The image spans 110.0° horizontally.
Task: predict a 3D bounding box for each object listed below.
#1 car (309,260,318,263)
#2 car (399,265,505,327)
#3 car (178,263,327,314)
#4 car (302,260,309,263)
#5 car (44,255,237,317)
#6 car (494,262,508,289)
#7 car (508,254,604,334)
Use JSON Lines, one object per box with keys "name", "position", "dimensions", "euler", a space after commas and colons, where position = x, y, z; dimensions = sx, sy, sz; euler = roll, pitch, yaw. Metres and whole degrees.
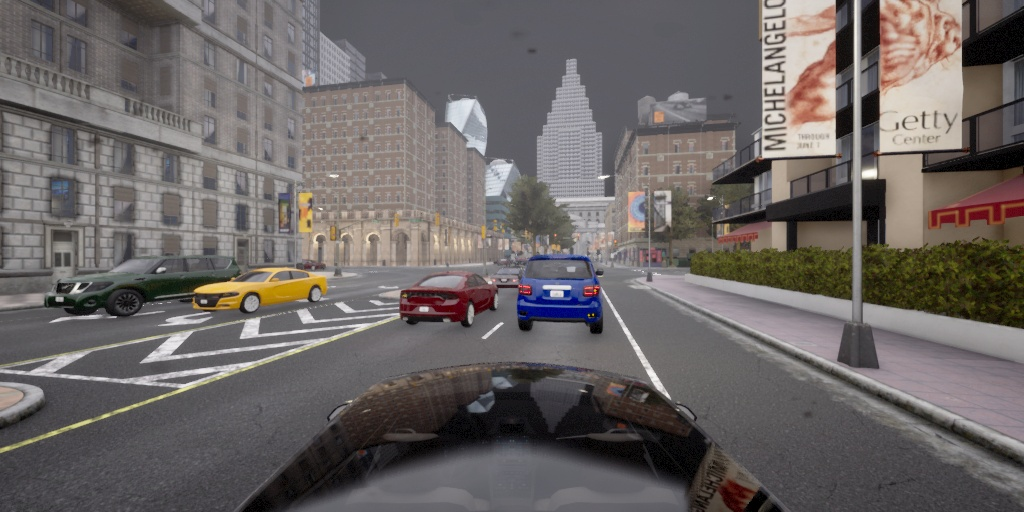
{"name": "car", "position": [-28.636, 1.227, 50.358], "dimensions": [5.008, 1.535, 1.882], "euler": [0, 0, 11]}
{"name": "car", "position": [-1.794, 1.227, 11.709], "dimensions": [1.882, 1.535, 5.008], "euler": [0, 0, 11]}
{"name": "car", "position": [-9.628, 1.227, 14.216], "dimensions": [1.882, 1.535, 5.008], "euler": [0, 0, 11]}
{"name": "car", "position": [-29.764, 1.254, 47.007], "dimensions": [4.892, 1.490, 1.837], "euler": [0, 0, 11]}
{"name": "car", "position": [-13.303, 0.971, 13.677], "dimensions": [2.150, 2.045, 5.566], "euler": [0, 0, 11]}
{"name": "car", "position": [0.060, 1.297, 21.123], "dimensions": [2.033, 1.411, 5.357], "euler": [0, 0, 11]}
{"name": "car", "position": [1.580, 0.971, 10.937], "dimensions": [2.150, 2.045, 5.566], "euler": [0, 0, 12]}
